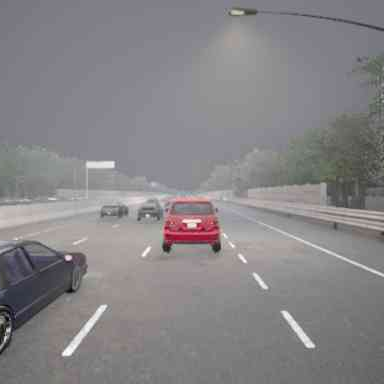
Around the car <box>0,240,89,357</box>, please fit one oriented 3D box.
[{"bbox_3d":[-3.503,1.573,5.884,2.033,1.411,5.357,0,0,0],"label":"car"}]

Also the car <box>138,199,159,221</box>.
[{"bbox_3d":[-3.514,1.633,28.834,1.837,1.490,4.892,0,0,0],"label":"car"}]

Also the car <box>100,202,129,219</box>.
[{"bbox_3d":[-7.013,1.626,30.561,2.128,1.511,4.902,0,0,0],"label":"car"}]

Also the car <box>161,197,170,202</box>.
[{"bbox_3d":[-7.041,1.969,87.533,1.994,1.385,4.181,0,0,0],"label":"car"}]

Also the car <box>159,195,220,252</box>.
[{"bbox_3d":[-0.006,1.284,14.421,2.150,2.045,5.566,0,0,0],"label":"car"}]

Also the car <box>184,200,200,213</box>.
[{"bbox_3d":[-0.020,1.705,39.846,1.812,1.442,4.674,0,0,0],"label":"car"}]

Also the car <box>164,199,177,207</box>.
[{"bbox_3d":[-3.525,1.857,56.026,1.895,1.301,4.718,0,0,0],"label":"car"}]
